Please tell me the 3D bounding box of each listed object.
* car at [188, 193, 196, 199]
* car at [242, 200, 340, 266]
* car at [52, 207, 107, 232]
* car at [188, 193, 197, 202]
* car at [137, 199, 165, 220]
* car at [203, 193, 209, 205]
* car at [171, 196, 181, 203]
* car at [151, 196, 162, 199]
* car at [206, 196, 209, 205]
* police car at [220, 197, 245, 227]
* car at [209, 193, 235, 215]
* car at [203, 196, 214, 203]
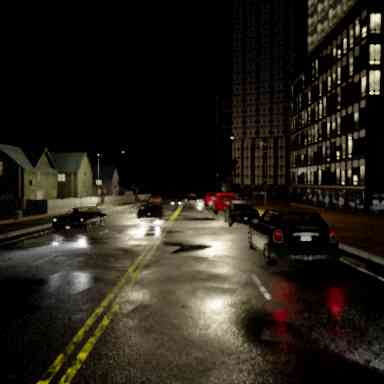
[{"bbox_3d":[0.028,1.170,94.573,2.097,1.767,4.553,0,0,0],"label":"car"},{"bbox_3d":[3.254,1.334,11.598,2.097,1.767,4.553,0,0,0],"label":"car"},{"bbox_3d":[-6.593,1.571,19.893,1.895,1.301,4.718,0,0,0],"label":"car"},{"bbox_3d":[0.022,1.451,75.755,1.994,1.385,4.181,0,0,0],"label":"car"},{"bbox_3d":[-3.338,1.526,27.735,1.994,1.385,4.181,0,0,0],"label":"car"},{"bbox_3d":[3.266,1.173,55.675,2.150,2.045,5.566,0,0,0],"label":"car"},{"bbox_3d":[-3.229,1.467,69.009,1.812,1.442,4.674,0,0,0],"label":"car"},{"bbox_3d":[-6.515,1.428,61.106,1.882,1.535,5.008,0,0,1],"label":"car"},{"bbox_3d":[3.264,1.554,44.671,1.895,1.301,4.718,0,0,0],"label":"car"},{"bbox_3d":[3.257,1.392,22.742,1.930,1.638,5.238,0,0,0],"label":"police car"},{"bbox_3d":[3.260,1.179,33.667,2.150,2.045,5.566,0,0,0],"label":"car"},{"bbox_3d":[3.270,1.553,66.679,1.895,1.301,4.718,0,0,0],"label":"car"}]
